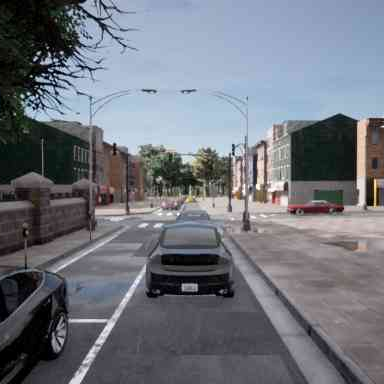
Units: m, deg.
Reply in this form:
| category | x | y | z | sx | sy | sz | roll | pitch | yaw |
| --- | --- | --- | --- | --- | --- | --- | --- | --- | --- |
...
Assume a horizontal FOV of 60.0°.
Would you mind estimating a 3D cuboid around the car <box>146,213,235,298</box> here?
| category | x | y | z | sx | sy | sz | roll | pitch | yaw |
| --- | --- | --- | --- | --- | --- | --- | --- | --- | --- |
| car | -0.027 | 1.505 | 8.521 | 1.837 | 1.490 | 4.892 | 0 | 0 | 0 |

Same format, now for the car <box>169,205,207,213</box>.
| category | x | y | z | sx | sy | sz | roll | pitch | yaw |
| --- | --- | --- | --- | --- | --- | --- | --- | --- | --- |
| car | 0.091 | 1.552 | 15.977 | 2.033 | 1.411 | 5.357 | 0 | 0 | 0 |

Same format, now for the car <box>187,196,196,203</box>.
| category | x | y | z | sx | sy | sz | roll | pitch | yaw |
| --- | --- | --- | --- | --- | --- | --- | --- | --- | --- |
| car | -0.029 | 1.582 | 71.711 | 1.882 | 1.535 | 5.008 | 0 | 0 | 0 |

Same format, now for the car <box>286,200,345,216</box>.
| category | x | y | z | sx | sy | sz | roll | pitch | yaw |
| --- | --- | --- | --- | --- | --- | --- | --- | --- | --- |
| car | 10.941 | 1.428 | 29.835 | 4.718 | 1.301 | 1.895 | -1 | 1 | 0 |

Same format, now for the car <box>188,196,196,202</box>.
| category | x | y | z | sx | sy | sz | roll | pitch | yaw |
| --- | --- | --- | --- | --- | --- | --- | --- | --- | --- |
| car | -0.046 | 1.671 | 82.145 | 2.033 | 1.411 | 5.357 | 0 | 0 | 0 |

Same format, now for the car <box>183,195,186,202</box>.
| category | x | y | z | sx | sy | sz | roll | pitch | yaw |
| --- | --- | --- | --- | --- | --- | --- | --- | --- | --- |
| car | -2.682 | 1.628 | 63.296 | 1.887 | 1.381 | 4.507 | -1 | 0 | 0 |

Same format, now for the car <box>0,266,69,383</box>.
| category | x | y | z | sx | sy | sz | roll | pitch | yaw |
| --- | --- | --- | --- | --- | --- | --- | --- | --- | --- |
| car | -2.646 | 1.565 | 3.237 | 1.947 | 1.339 | 4.313 | -1 | 0 | 0 |

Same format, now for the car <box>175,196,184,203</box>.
| category | x | y | z | sx | sy | sz | roll | pitch | yaw |
| --- | --- | --- | --- | --- | --- | --- | --- | --- | --- |
| car | -2.688 | 1.655 | 74.165 | 1.887 | 1.381 | 4.507 | -1 | 0 | 0 |

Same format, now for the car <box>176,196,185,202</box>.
| category | x | y | z | sx | sy | sz | roll | pitch | yaw |
| --- | --- | --- | --- | --- | --- | --- | --- | --- | --- |
| car | -2.691 | 1.690 | 79.600 | 1.947 | 1.339 | 4.313 | -1 | 0 | 0 |

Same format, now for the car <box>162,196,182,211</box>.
| category | x | y | z | sx | sy | sz | roll | pitch | yaw |
| --- | --- | --- | --- | --- | --- | --- | --- | --- | --- |
| car | -2.670 | 1.478 | 41.557 | 1.967 | 1.590 | 4.097 | -1 | 0 | 0 |
